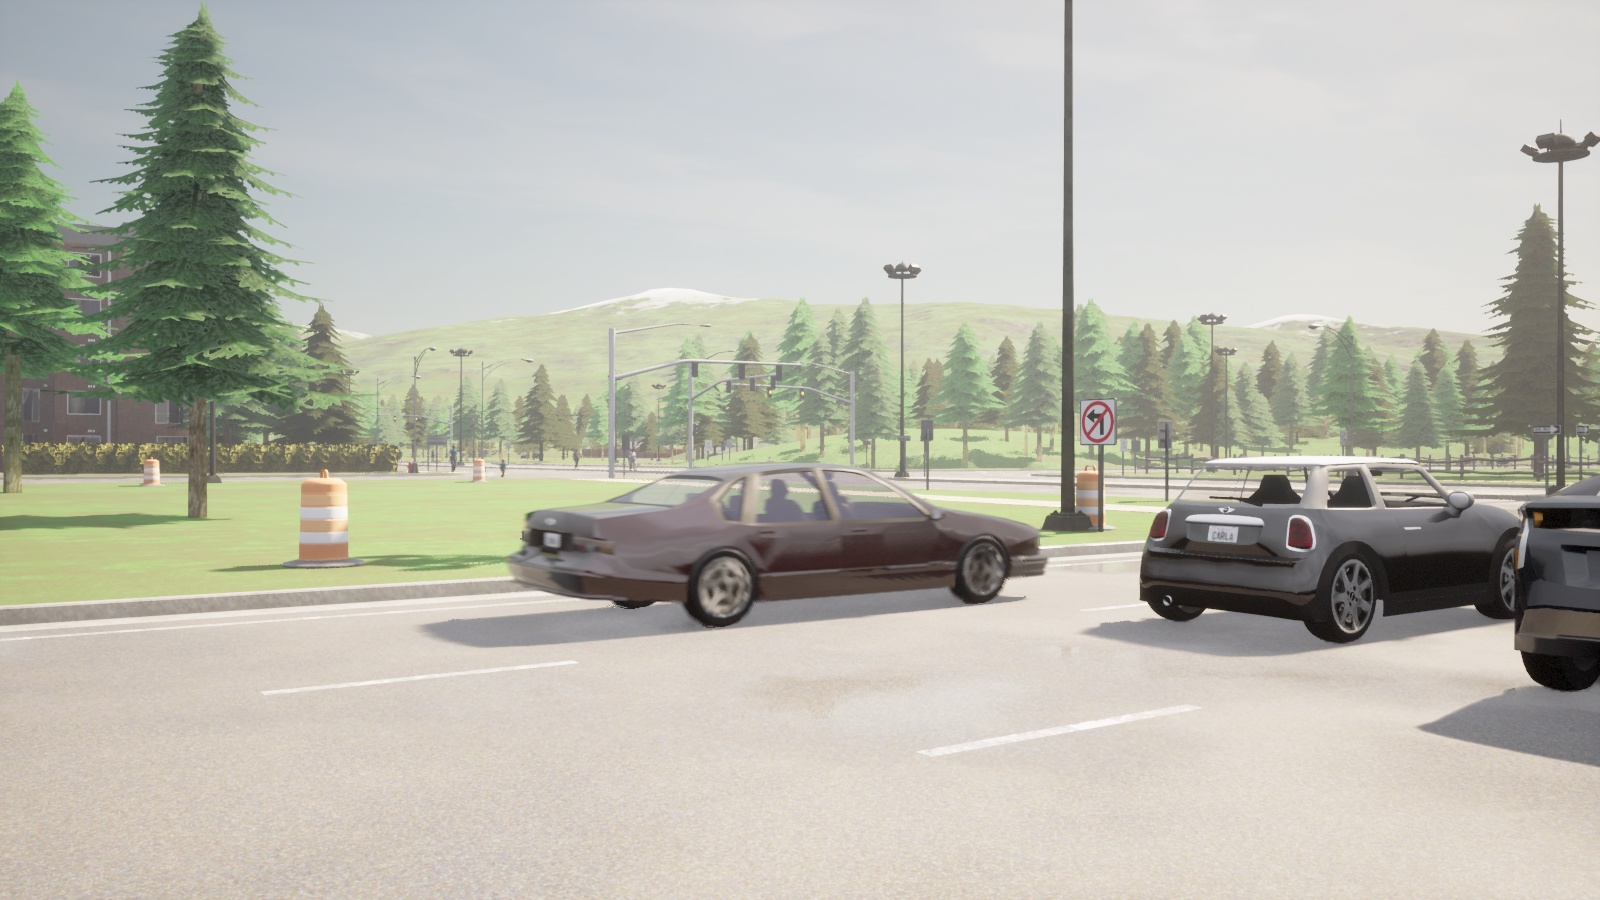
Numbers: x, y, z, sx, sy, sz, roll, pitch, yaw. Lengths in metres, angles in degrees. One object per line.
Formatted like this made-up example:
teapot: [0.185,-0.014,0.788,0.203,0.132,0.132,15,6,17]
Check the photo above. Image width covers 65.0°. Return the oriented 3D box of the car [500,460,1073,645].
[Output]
car: [0.028,0.822,12.207,5.357,1.411,2.033,0,0,-35]

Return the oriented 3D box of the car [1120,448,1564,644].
car: [4.955,0.728,11.371,3.806,1.475,1.970,0,0,-35]

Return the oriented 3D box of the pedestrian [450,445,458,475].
pedestrian: [-22.386,0.630,81.238,0.396,1.930,0.692,0,0,-29]

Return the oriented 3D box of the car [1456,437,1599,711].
car: [6.432,0.697,8.135,4.514,1.525,2.007,0,0,-35]
